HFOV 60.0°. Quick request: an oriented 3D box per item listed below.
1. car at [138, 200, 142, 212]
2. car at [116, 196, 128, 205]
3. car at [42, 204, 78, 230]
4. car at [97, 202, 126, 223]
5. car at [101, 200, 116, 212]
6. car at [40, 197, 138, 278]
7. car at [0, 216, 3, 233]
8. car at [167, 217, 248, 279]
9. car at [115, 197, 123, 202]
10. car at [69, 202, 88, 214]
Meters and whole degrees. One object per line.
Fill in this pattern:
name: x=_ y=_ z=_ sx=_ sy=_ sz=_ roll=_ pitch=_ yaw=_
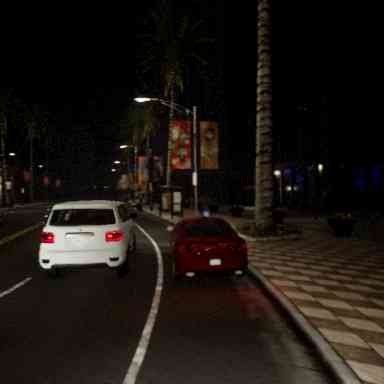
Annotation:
car: x=-7.350 y=1.692 z=41.841 sx=2.231 sy=1.521 sz=4.892 roll=-1 pitch=0 yaw=-15
car: x=-14.834 y=1.738 z=70.247 sx=2.185 sy=1.767 sz=4.553 roll=-1 pitch=0 yaw=-15
car: x=-9.372 y=1.708 z=23.978 sx=1.812 sy=1.442 sz=4.674 roll=-1 pitch=0 yaw=-14
car: x=-6.854 y=1.656 z=28.202 sx=2.128 sy=1.511 sz=4.902 roll=-1 pitch=0 yaw=-15
car: x=-11.014 y=1.786 z=43.956 sx=1.812 sy=1.442 sz=4.674 roll=-1 pitch=0 yaw=-15
car: x=-3.025 y=1.287 z=10.652 sx=2.150 sy=2.045 sz=5.566 roll=0 pitch=-1 yaw=-7
car: x=-11.417 y=1.679 z=17.247 sx=2.128 sy=1.511 sz=4.902 roll=-1 pitch=0 yaw=-14
car: x=0.295 y=1.503 z=10.252 sx=1.882 sy=1.535 sz=5.008 roll=-1 pitch=0 yaw=-6
car: x=-20.128 y=2.023 z=91.529 sx=2.161 sy=1.482 sz=4.786 roll=-1 pitch=0 yaw=-15
car: x=-13.715 y=1.884 z=40.472 sx=1.895 sy=1.301 sz=4.718 roll=-1 pitch=0 yaw=-15
